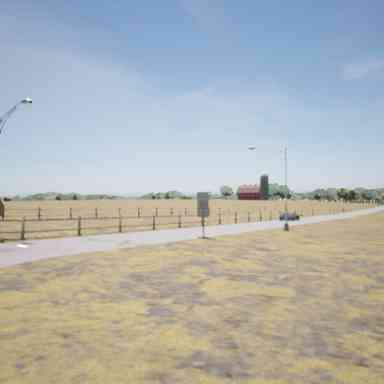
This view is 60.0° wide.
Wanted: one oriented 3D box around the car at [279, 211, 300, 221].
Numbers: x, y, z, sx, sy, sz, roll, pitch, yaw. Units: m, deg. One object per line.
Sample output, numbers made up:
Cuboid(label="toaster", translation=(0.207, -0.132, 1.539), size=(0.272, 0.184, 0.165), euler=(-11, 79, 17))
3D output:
Cuboid(label="car", translation=(14.583, 3.565, 49.587), size=(1.994, 1.385, 4.181), euler=(-1, -3, 35))
